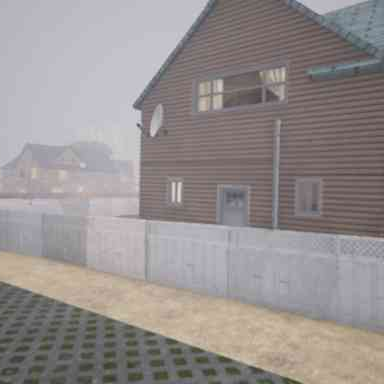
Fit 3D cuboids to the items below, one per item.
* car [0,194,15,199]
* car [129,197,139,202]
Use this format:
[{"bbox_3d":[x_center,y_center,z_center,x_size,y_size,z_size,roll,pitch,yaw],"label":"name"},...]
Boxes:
[{"bbox_3d":[-18.054,1.080,29.994,2.097,1.767,4.553,2,1,37],"label":"car"},{"bbox_3d":[-6.593,1.288,45.768,2.033,1.411,5.357,2,1,29],"label":"car"}]
